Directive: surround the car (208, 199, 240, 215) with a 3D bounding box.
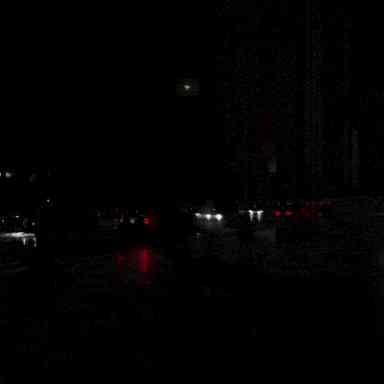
[{"bbox_3d":[3.392,1.593,35.126,1.994,1.385,4.181,0,0,36],"label":"car"}]

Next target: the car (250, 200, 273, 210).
[{"bbox_3d":[9.262,1.534,43.240,2.128,1.511,4.902,0,0,36],"label":"car"}]

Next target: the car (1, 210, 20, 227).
[{"bbox_3d":[-9.947,1.489,22.141,2.128,1.511,4.902,0,0,36],"label":"car"}]

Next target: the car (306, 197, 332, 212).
[{"bbox_3d":[15.535,1.411,40.643,2.097,1.767,4.553,0,0,36],"label":"car"}]

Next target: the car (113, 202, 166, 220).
[{"bbox_3d":[-4.543,1.610,29.664,1.895,1.301,4.718,0,0,36],"label":"car"}]

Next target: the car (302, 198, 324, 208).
[{"bbox_3d":[18.254,1.591,50.097,1.812,1.442,4.674,0,0,36],"label":"car"}]

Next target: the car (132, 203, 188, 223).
[{"bbox_3d":[-2.458,1.616,26.998,1.895,1.301,4.718,0,0,36],"label":"car"}]

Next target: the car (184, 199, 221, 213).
[{"bbox_3d":[1.265,1.549,37.746,1.812,1.442,4.674,0,0,36],"label":"car"}]

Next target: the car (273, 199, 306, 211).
[{"bbox_3d":[12.270,1.576,41.681,1.812,1.442,4.674,0,0,36],"label":"car"}]

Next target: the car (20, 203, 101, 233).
[{"bbox_3d":[-7.554,1.568,19.899,1.994,1.385,4.181,0,0,36],"label":"car"}]

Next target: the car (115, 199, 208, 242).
[{"bbox_3d":[-1.472,1.372,16.882,2.097,1.767,4.553,0,0,36],"label":"car"}]
